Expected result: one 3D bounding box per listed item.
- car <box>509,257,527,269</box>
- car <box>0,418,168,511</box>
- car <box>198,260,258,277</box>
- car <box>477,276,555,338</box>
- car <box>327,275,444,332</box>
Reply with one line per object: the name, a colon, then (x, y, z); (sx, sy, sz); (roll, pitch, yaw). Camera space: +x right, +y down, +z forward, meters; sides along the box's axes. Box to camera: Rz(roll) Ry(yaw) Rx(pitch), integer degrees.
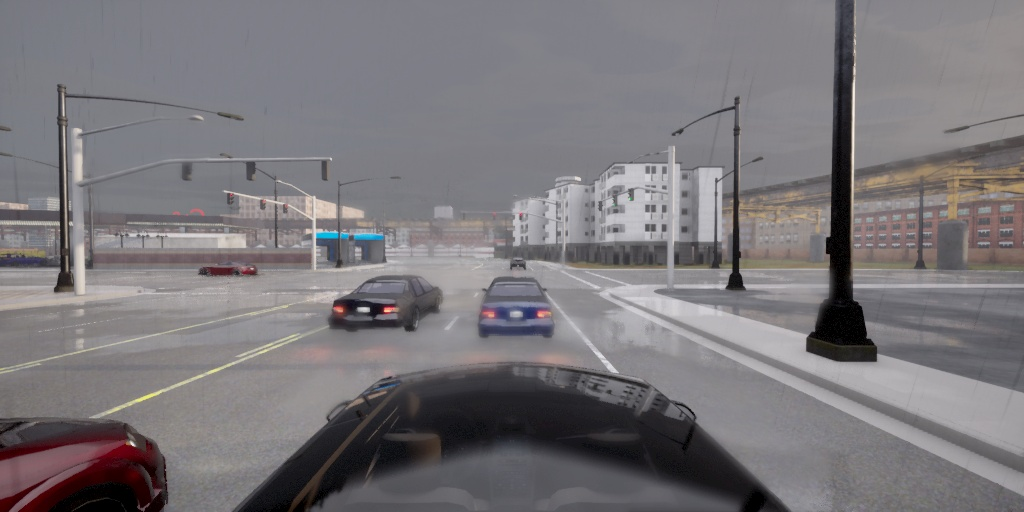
car: (0.706, 0.812, 43.668); (1.837, 1.490, 4.892); (0, 1, 0)
car: (-3.395, 1.314, 0.746); (1.994, 1.385, 4.181); (0, 0, 0)
car: (-24.524, 1.082, 31.064); (4.181, 1.385, 1.994); (0, 1, 0)
car: (0.091, 1.279, 10.140); (2.033, 1.411, 5.357); (0, 0, 0)
car: (-3.405, 1.273, 10.742); (2.033, 1.411, 5.357); (0, 0, 0)
